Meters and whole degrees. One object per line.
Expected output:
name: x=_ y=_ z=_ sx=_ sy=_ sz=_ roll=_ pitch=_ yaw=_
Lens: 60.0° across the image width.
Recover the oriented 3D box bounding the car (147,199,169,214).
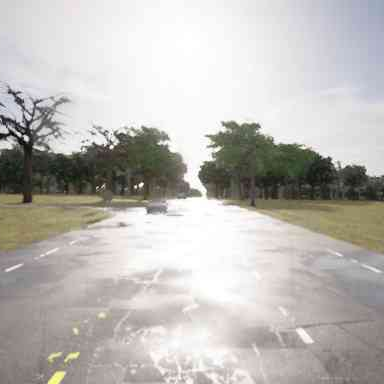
car: x=-3.499 y=1.421 z=34.565 sx=1.994 sy=1.385 sz=4.181 roll=1 pitch=2 yaw=0
